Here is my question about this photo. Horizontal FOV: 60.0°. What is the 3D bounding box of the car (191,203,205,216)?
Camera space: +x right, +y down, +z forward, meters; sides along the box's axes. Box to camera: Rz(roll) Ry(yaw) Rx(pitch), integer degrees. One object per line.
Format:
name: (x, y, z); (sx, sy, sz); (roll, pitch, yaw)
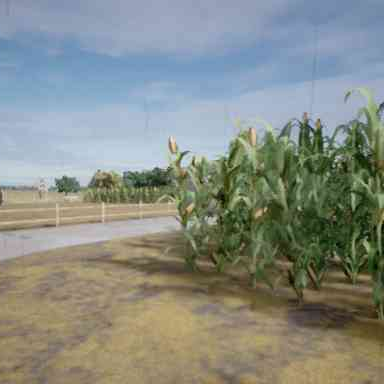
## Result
car: (1.863, 1.531, 31.839); (2.033, 1.411, 5.357); (0, 0, 35)
